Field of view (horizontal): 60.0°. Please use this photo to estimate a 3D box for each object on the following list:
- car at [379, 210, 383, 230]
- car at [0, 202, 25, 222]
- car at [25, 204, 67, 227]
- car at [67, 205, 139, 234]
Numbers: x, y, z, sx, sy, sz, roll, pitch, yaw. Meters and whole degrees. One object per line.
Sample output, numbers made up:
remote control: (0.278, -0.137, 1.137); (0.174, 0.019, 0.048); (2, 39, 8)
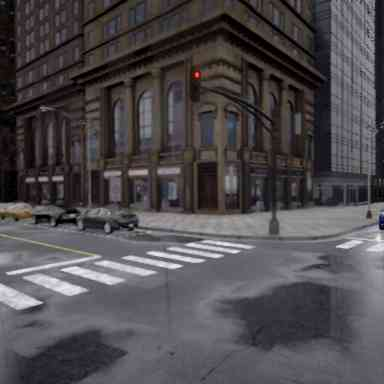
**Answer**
car: (12.732, 1.462, 20.056); (1.882, 1.535, 5.008); (0, 0, 41)
car: (-13.494, 1.481, 26.062); (4.829, 1.417, 1.752); (0, 1, 41)
car: (-9.072, 1.511, 22.252); (4.313, 1.339, 1.947); (0, 1, 41)
car: (-4.776, 1.489, 18.550); (4.403, 1.369, 2.008); (0, 1, 41)
